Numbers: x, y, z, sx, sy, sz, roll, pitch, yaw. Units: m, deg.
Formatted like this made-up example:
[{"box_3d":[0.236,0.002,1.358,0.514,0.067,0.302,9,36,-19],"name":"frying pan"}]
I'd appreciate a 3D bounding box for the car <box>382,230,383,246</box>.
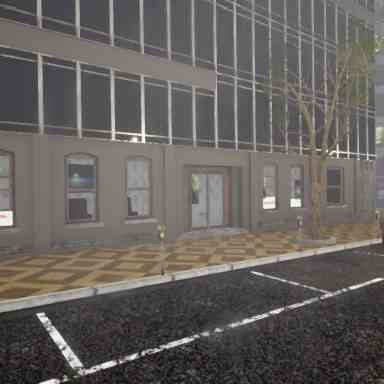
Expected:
[{"box_3d":[9.329,1.436,13.248,4.097,1.590,1.967,0,-1,-36],"name":"car"}]
